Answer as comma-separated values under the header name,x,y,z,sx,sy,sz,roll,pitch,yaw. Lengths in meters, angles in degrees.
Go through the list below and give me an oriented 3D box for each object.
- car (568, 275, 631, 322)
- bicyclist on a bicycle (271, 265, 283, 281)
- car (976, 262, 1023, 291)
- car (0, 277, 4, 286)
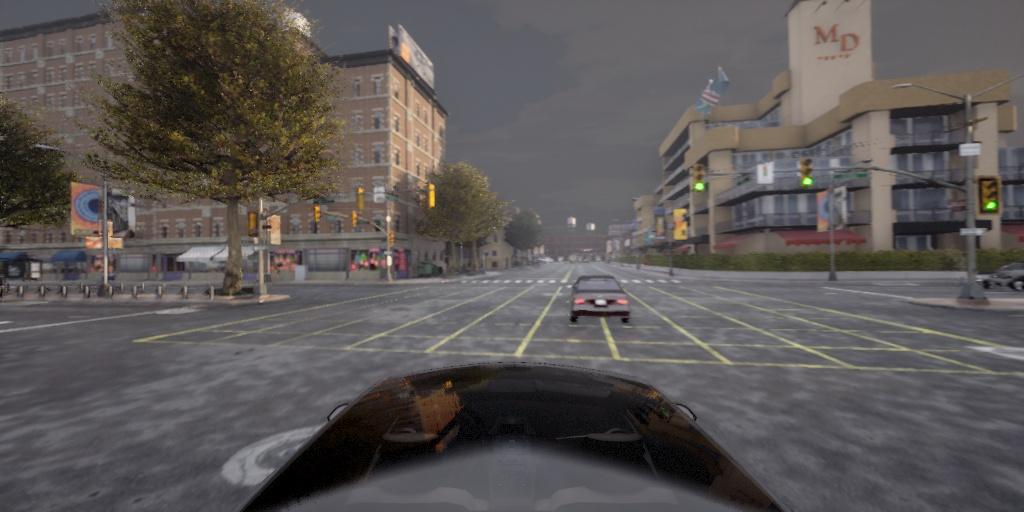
name,x,y,z,sx,sy,sz,roll,pitch,yaw
car,2.958,1.370,12.624,2.033,1.411,5.357,-1,-1,10
bicyclist on a bicycle,-24.181,1.752,36.795,0.582,1.620,1.656,-1,0,11
car,27.770,1.036,19.025,4.902,1.511,2.128,-1,-1,11
car,-50.644,2.293,33.781,4.892,1.490,1.837,-1,-1,11
